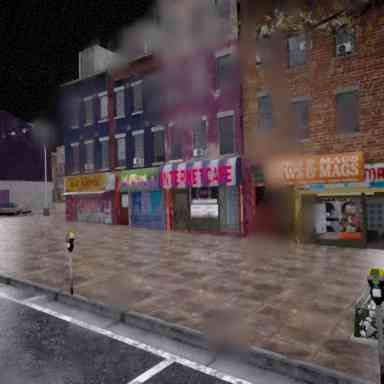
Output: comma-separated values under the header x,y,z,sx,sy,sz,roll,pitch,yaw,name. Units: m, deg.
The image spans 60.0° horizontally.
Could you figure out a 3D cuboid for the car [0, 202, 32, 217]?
x,y,z,sx,sy,sz,roll,pitch,yaw,name
-17.553,1.621,30.214,2.033,1.411,5.357,-2,-1,39,car
